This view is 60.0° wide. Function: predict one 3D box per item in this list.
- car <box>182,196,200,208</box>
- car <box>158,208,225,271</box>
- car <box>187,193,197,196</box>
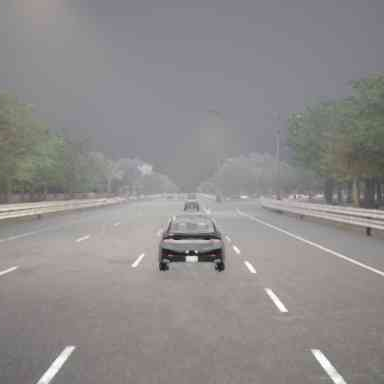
[{"bbox_3d":[-0.029,1.537,42.418,1.812,1.442,4.674,0,0,0],"label":"car"},{"bbox_3d":[-0.005,1.495,10.911,2.128,1.511,4.902,0,0,0],"label":"car"},{"bbox_3d":[-0.055,1.258,81.759,2.150,2.045,5.566,0,0,0],"label":"car"}]
